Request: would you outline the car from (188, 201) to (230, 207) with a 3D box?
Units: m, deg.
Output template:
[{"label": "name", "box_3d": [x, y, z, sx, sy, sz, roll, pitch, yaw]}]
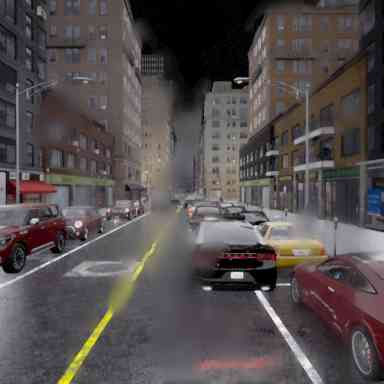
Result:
[{"label": "car", "box_3d": [0.848, 1.498, 18.978, 1.837, 1.490, 4.892, 0, 0, 0]}]

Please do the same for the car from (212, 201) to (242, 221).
[{"label": "car", "box_3d": [2.787, 1.539, 27.514, 2.008, 1.369, 4.403, -1, 0, 0]}]

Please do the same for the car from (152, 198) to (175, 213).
[{"label": "car", "box_3d": [-3.198, 1.584, 36.281, 1.895, 1.301, 4.718, 0, 0, 0]}]

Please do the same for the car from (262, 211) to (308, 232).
[{"label": "car", "box_3d": [2.827, 1.522, 10.926, 1.752, 1.417, 4.829, -1, 0, 0]}]

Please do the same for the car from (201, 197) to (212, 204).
[{"label": "car", "box_3d": [2.705, 1.540, 61.029, 1.802, 1.307, 4.206, -1, 0, 0]}]

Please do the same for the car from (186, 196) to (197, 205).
[{"label": "car", "box_3d": [-0.162, 1.437, 60.153, 1.882, 1.535, 5.008, 0, 0, 0]}]

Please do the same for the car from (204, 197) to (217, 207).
[{"label": "car", "box_3d": [2.732, 1.496, 50.027, 1.752, 1.417, 4.829, -1, 0, 0]}]

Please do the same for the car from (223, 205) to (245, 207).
[{"label": "car", "box_3d": [2.814, 1.560, 16.342, 1.947, 1.339, 4.313, -1, 0, 0]}]

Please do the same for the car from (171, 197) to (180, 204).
[{"label": "car", "box_3d": [-3.163, 1.560, 60.605, 1.895, 1.301, 4.718, 0, 0, 0]}]

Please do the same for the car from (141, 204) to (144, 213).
[{"label": "car", "box_3d": [-5.765, 1.567, 33.076, 1.802, 1.307, 4.206, -1, 0, 0]}]

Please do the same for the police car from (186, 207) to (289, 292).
[{"label": "police car", "box_3d": [0.875, 1.422, 9.088, 1.930, 1.638, 5.238, 0, 0, 0]}]

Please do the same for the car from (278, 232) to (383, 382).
[{"label": "car", "box_3d": [2.842, 1.580, 5.170, 1.802, 1.307, 4.206, -1, 0, 0]}]

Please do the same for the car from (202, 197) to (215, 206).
[{"label": "car", "box_3d": [2.719, 1.531, 55.443, 1.947, 1.339, 4.313, -1, 0, 0]}]

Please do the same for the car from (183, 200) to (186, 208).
[{"label": "car", "box_3d": [-0.115, 1.479, 46.414, 1.837, 1.490, 4.892, 0, 0, 0]}]

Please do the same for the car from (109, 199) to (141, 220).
[{"label": "car", "box_3d": [-5.752, 1.429, 27.490, 1.967, 1.590, 4.097, -1, 0, 0]}]

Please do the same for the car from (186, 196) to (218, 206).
[{"label": "car", "box_3d": [0.767, 1.342, 24.940, 2.097, 1.767, 4.553, 0, 0, -1]}]

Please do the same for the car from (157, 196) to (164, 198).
[{"label": "car", "box_3d": [-5.840, 1.503, 61.005, 1.887, 1.381, 4.507, -1, 0, 0]}]

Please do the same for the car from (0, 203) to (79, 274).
[{"label": "car", "box_3d": [-5.708, 1.311, 10.733, 2.192, 1.841, 5.009, -1, 0, 0]}]

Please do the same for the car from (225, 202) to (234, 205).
[{"label": "car", "box_3d": [2.801, 1.557, 21.928, 1.947, 1.339, 4.313, -1, 0, 0]}]

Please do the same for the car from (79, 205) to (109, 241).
[{"label": "car", "box_3d": [-5.722, 1.434, 16.319, 1.967, 1.590, 4.097, -1, 0, 0]}]

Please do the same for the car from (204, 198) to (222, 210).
[{"label": "car", "box_3d": [2.746, 1.527, 44.271, 2.008, 1.369, 4.403, -1, 0, 0]}]
